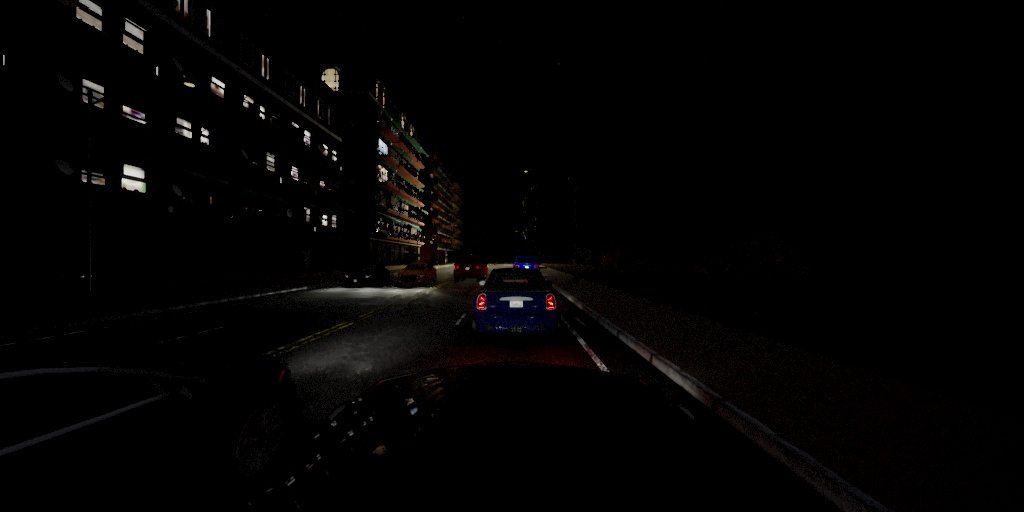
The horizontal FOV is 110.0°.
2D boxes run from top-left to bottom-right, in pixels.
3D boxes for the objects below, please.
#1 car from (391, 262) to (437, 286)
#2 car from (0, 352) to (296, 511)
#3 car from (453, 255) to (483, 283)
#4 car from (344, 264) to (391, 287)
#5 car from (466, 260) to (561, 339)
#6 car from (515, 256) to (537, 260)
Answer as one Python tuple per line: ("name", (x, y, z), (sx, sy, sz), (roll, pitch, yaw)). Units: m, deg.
("car", (-6.590, 1.231, 25.286), (1.882, 1.535, 5.008), (0, 0, 0))
("car", (-3.152, 1.241, 1.753), (2.128, 1.511, 4.902), (0, 0, 0))
("car", (-3.137, 0.975, 27.908), (2.150, 2.045, 5.566), (0, 0, 0))
("car", (-9.840, 1.279, 24.834), (1.812, 1.442, 4.674), (0, 0, 0))
("car", (0.103, 1.103, 10.194), (2.097, 1.767, 4.553), (0, 0, 0))
("car", (1.151, 0.979, 30.148), (2.150, 2.045, 5.566), (0, 0, 0))
